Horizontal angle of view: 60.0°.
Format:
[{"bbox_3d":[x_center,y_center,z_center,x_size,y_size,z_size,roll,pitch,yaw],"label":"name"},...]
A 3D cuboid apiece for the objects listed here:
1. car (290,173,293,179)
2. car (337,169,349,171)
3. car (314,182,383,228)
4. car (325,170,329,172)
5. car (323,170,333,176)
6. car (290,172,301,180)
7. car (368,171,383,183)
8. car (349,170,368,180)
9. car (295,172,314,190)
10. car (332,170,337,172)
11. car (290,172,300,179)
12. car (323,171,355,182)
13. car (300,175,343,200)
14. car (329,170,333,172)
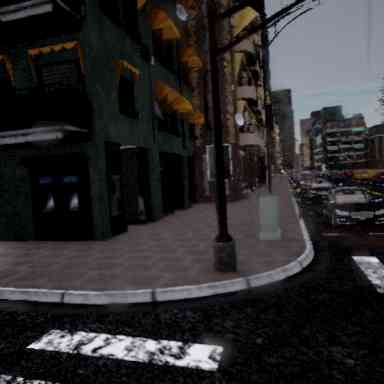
[{"bbox_3d":[17.897,-2.503,55.618,1.967,1.590,4.097,-3,3,16],"label":"car"},{"bbox_3d":[27.433,-3.158,58.698,1.887,1.381,4.507,-3,3,16],"label":"car"},{"bbox_3d":[6.176,0.496,13.042,2.008,1.369,4.403,-3,3,16],"label":"car"},{"bbox_3d":[31.832,-4.222,74.666,2.008,1.369,4.403,-3,3,16],"label":"car"},{"bbox_3d":[34.809,-4.970,85.474,1.752,1.417,4.829,-3,3,16],"label":"car"},{"bbox_3d":[22.303,-3.465,71.591,2.008,1.369,4.403,-3,3,16],"label":"car"},{"bbox_3d":[21.571,-1.682,37.408,1.802,1.307,4.206,-3,3,16],"label":"car"},{"bbox_3d":[24.544,-2.471,48.215,1.752,1.417,4.829,-3,3,16],"label":"car"},{"bbox_3d":[12.033,-1.062,34.327,1.967,1.590,4.097,-3,3,16],"label":"car"},{"bbox_3d":[28.900,-3.509,64.021,2.008,1.369,4.403,-3,3,16],"label":"car"},{"bbox_3d":[23.769,-3.821,76.915,2.008,1.369,4.403,-3,3,16],"label":"car"},{"bbox_3d":[14.492,-1.046,33.119,1.994,1.385,4.181,-3,3,16],"label":"car"},{"bbox_3d":[9.108,-0.229,23.688,2.008,1.369,4.403,-3,3,16],"label":"car"},{"bbox_3d":[30.359,-3.976,69.337,1.967,1.590,4.097,-3,3,16],"label":"car"}]
